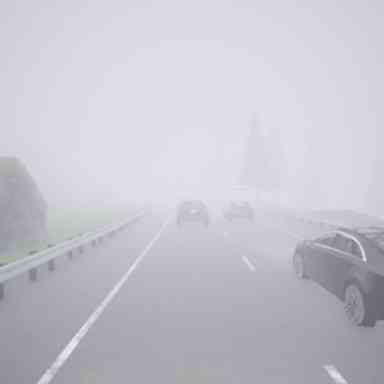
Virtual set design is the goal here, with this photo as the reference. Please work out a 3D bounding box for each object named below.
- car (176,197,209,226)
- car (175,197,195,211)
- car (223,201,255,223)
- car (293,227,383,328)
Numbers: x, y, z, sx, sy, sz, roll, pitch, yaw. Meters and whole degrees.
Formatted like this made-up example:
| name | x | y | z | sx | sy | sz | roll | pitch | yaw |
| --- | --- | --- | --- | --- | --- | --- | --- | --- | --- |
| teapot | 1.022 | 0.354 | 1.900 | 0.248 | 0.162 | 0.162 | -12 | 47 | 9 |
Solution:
| name | x | y | z | sx | sy | sz | roll | pitch | yaw |
| --- | --- | --- | --- | --- | --- | --- | --- | --- | --- |
| car | 0.014 | 1.298 | 23.189 | 2.097 | 1.767 | 4.553 | 0 | 0 | -1 |
| car | -0.952 | 1.396 | 41.013 | 2.128 | 1.511 | 4.902 | 0 | 0 | -5 |
| car | 3.469 | 1.433 | 25.220 | 2.128 | 1.511 | 4.902 | 0 | 0 | -1 |
| car | 3.604 | 1.475 | 6.933 | 2.128 | 1.511 | 4.902 | 0 | 0 | 0 |
